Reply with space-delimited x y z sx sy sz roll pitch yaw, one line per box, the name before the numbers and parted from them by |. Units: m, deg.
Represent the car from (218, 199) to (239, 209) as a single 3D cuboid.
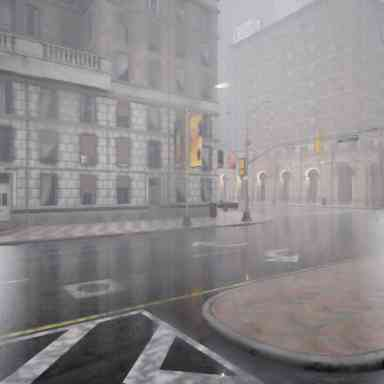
car | 4.039 1.601 43.919 1.895 1.301 4.718 0 0 -36
